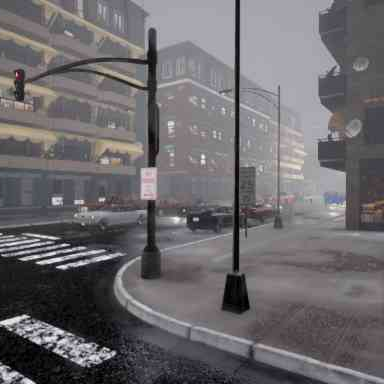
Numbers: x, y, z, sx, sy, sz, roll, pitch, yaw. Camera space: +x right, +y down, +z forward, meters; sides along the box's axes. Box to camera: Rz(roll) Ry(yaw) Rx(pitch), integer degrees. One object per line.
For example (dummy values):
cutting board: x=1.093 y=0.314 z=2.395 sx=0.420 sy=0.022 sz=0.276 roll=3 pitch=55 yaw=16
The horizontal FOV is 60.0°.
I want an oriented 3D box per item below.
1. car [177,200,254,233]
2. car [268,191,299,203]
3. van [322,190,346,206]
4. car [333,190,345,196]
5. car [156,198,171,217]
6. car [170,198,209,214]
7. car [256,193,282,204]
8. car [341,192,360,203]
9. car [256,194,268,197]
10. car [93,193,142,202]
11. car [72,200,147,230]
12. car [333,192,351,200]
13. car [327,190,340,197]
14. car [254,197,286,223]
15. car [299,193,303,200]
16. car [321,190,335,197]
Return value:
car: x=1.392 y=1.348 z=17.974 sx=1.947 sy=1.339 sz=4.313 roll=2 pitch=2 yaw=35
car: x=11.488 y=0.718 z=42.339 sx=2.097 sy=1.767 sz=4.553 roll=1 pitch=1 yaw=36
van: x=17.422 y=0.721 z=40.748 sx=1.690 sy=1.788 sz=3.998 roll=2 pitch=2 yaw=35
car: x=36.233 y=0.257 z=82.053 sx=1.802 sy=1.307 sz=4.206 roll=2 pitch=2 yaw=35
car: x=-2.233 y=1.181 z=27.383 sx=1.887 sy=1.381 sz=4.507 roll=2 pitch=2 yaw=35
car: x=0.529 y=1.203 z=26.843 sx=1.994 sy=1.385 sz=4.181 roll=1 pitch=1 yaw=34
car: x=10.589 y=0.881 z=45.606 sx=1.947 sy=1.339 sz=4.313 roll=2 pitch=2 yaw=35
car: x=23.831 y=0.764 z=49.863 sx=1.887 sy=1.381 sz=4.507 roll=2 pitch=2 yaw=35
car: x=5.782 y=1.013 z=34.279 sx=1.837 sy=1.490 sz=4.892 roll=1 pitch=1 yaw=35
car: x=-5.436 y=1.031 z=22.821 sx=2.192 sy=1.841 sz=5.009 roll=2 pitch=2 yaw=35
car: x=-4.565 y=1.368 z=19.578 sx=1.895 sy=1.301 sz=4.718 roll=1 pitch=1 yaw=35
car: x=25.871 y=0.696 z=57.282 sx=1.895 sy=1.301 sz=4.718 roll=1 pitch=1 yaw=35
car: x=33.027 y=0.337 z=77.497 sx=1.802 sy=1.307 sz=4.206 roll=2 pitch=2 yaw=35
car: x=4.598 y=1.283 z=22.529 sx=1.802 sy=1.307 sz=4.206 roll=2 pitch=2 yaw=35
car: x=17.000 y=0.720 z=54.718 sx=1.947 sy=1.339 sz=4.313 roll=2 pitch=2 yaw=35
car: x=29.822 y=0.379 z=72.941 sx=1.887 sy=1.381 sz=4.507 roll=2 pitch=2 yaw=35
